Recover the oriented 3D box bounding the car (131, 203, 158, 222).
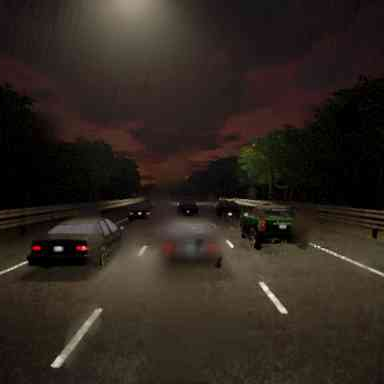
[{"bbox_3d":[-3.791,1.603,26.377,2.033,1.411,5.357,0,0,-1],"label":"car"}]

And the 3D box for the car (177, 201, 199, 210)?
[{"bbox_3d":[-0.394,1.558,31.657,1.882,1.535,5.008,0,0,-1],"label":"car"}]

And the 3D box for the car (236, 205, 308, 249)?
[{"bbox_3d":[3.444,1.358,14.779,2.097,1.767,4.553,0,0,0],"label":"car"}]

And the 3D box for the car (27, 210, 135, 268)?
[{"bbox_3d":[-3.533,1.552,11.301,2.033,1.411,5.357,0,0,0],"label":"car"}]

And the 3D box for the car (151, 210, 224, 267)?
[{"bbox_3d":[-0.035,1.551,11.328,2.033,1.411,5.357,0,0,0],"label":"car"}]

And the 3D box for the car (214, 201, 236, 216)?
[{"bbox_3d":[3.137,1.580,30.305,1.837,1.490,4.892,0,0,-1],"label":"car"}]
